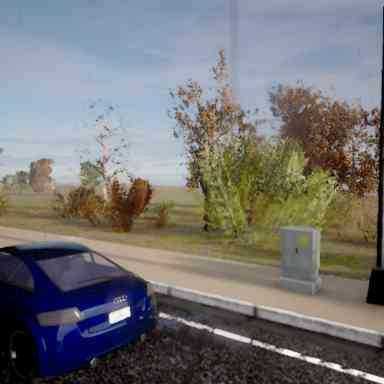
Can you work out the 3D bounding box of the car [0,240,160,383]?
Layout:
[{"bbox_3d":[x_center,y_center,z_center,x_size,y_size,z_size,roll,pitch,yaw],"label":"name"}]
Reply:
[{"bbox_3d":[-2.544,1.499,5.379,4.181,1.385,1.994,1,1,36],"label":"car"}]
